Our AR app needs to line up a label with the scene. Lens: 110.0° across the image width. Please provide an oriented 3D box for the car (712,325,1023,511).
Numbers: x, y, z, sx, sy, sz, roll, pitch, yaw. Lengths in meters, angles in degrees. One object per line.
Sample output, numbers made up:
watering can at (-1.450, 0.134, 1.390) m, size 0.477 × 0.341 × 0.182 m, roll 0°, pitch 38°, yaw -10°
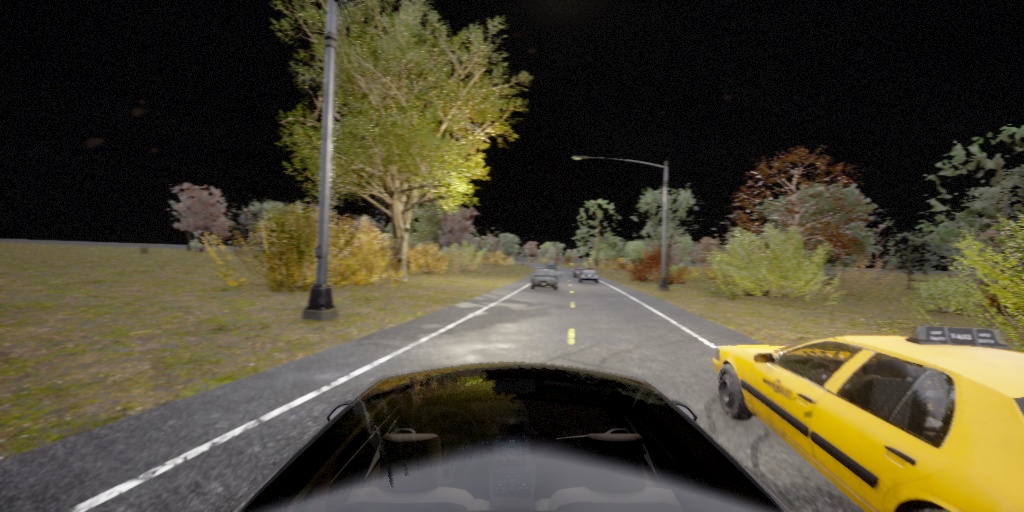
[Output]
car at (3.412, 1.330, 3.011) m, size 1.801 × 1.575 × 5.366 m, roll 2°, pitch -1°, yaw 11°

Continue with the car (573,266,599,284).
car at (7.618, 1.972, 36.153) m, size 2.033 × 1.411 × 5.357 m, roll 2°, pitch -1°, yaw 7°

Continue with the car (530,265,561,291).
car at (2.451, 1.648, 26.175) m, size 1.837 × 1.490 × 4.892 m, roll 2°, pitch -1°, yaw 9°
